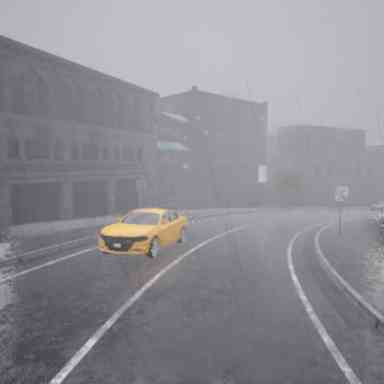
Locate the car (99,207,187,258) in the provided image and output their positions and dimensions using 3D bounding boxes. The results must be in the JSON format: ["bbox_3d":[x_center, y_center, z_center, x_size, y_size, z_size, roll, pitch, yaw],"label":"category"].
[{"bbox_3d":[-1.632,1.372,12.692,1.882,1.535,5.008,2,1,16],"label":"car"}]

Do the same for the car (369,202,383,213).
[{"bbox_3d":[27.066,2.124,46.621,4.892,1.490,1.837,3,3,-25],"label":"car"}]
